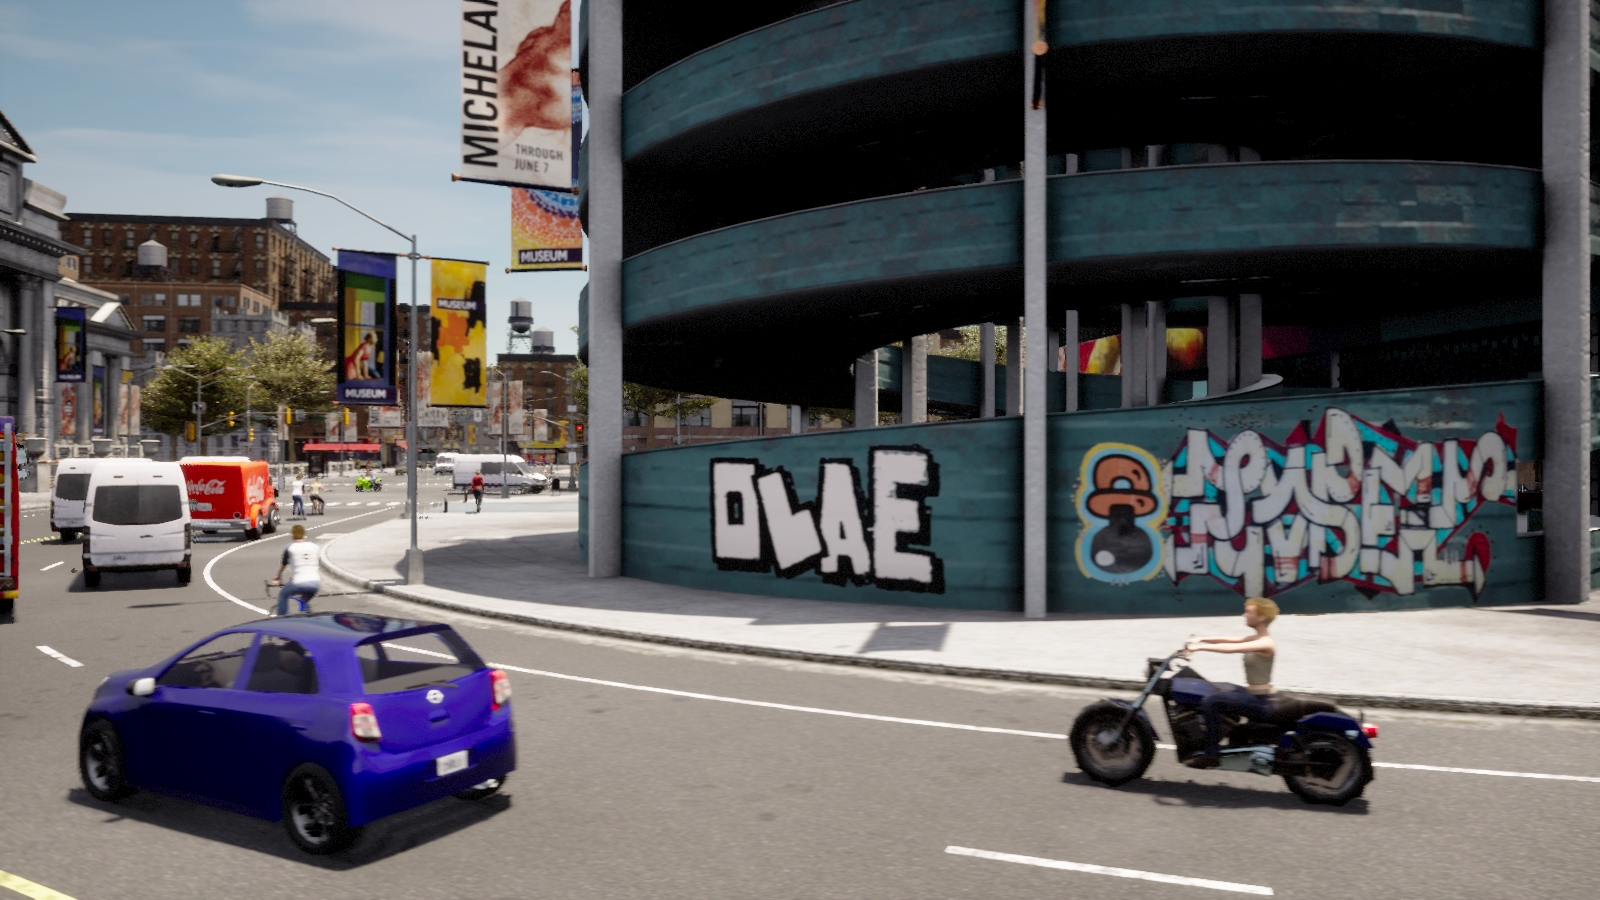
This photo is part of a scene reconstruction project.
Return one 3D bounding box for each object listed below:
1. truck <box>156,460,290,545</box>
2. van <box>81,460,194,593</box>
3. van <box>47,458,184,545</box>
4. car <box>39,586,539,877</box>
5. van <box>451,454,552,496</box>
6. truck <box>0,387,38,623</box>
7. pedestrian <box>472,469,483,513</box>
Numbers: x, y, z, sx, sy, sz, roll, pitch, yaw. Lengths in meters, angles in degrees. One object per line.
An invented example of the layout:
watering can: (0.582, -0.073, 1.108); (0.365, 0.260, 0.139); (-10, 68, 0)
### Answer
truck: (-18.511, 1.591, 36.982); (2.627, 2.467, 5.204); (0, 0, -12)
van: (-14.832, 1.545, 25.730); (1.988, 2.561, 5.915); (0, 0, -29)
van: (-22.141, 1.550, 37.261); (1.988, 2.561, 5.915); (0, 0, -12)
car: (-4.112, 2.043, 9.167); (3.633, 1.501, 1.845); (0, 0, 29)
van: (-19.110, 1.569, 73.243); (5.915, 2.561, 1.988); (0, 1, 7)
truck: (-16.161, 0.899, 21.450); (2.891, 3.827, 8.468); (0, 0, -35)
pedestrian: (-13.526, 1.719, 47.930); (0.375, 1.860, 0.375); (0, 0, -8)
